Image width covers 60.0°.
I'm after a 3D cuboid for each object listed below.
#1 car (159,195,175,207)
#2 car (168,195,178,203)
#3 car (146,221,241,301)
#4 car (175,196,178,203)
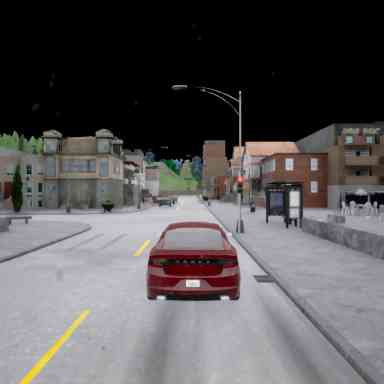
[{"bbox_3d":[-4.110,1.505,51.968,1.837,1.490,4.892,0,0,0],"label":"car"},{"bbox_3d":[-4.015,1.500,71.640,1.837,1.490,4.892,0,0,0],"label":"car"},{"bbox_3d":[0.048,1.478,8.396,1.882,1.535,5.008,0,0,1],"label":"car"},{"bbox_3d":[-4.072,1.601,61.273,1.895,1.301,4.718,0,0,0],"label":"car"}]
